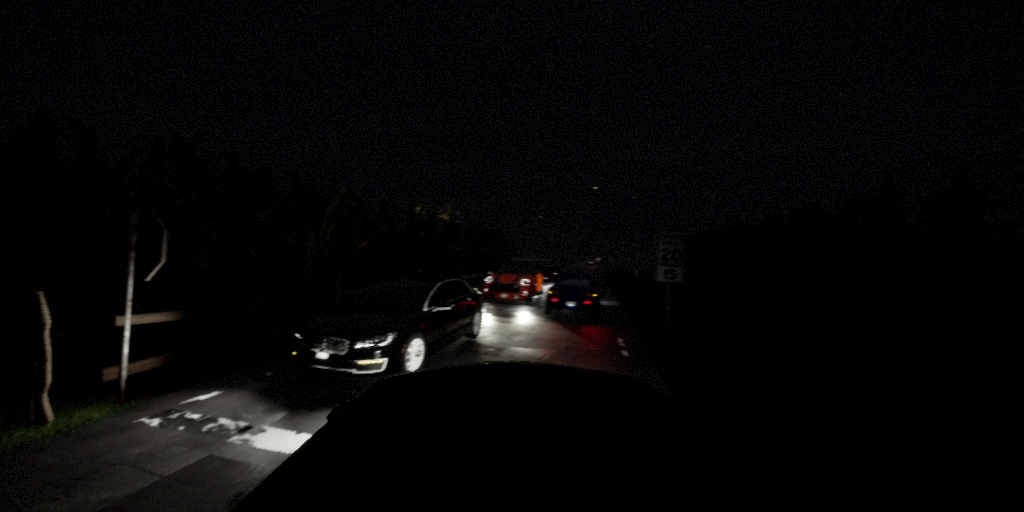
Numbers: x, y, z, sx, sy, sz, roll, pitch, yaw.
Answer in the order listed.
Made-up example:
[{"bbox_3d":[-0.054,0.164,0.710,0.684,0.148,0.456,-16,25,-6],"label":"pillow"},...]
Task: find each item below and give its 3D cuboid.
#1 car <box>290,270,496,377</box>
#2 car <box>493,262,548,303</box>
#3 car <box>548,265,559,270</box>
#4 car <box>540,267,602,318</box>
[{"bbox_3d":[-2.006,1.136,7.274,1.837,1.490,4.892,3,0,14],"label":"car"},{"bbox_3d":[0.201,1.064,16.791,2.097,1.767,4.553,3,0,13],"label":"car"},{"bbox_3d":[3.104,1.412,29.730,1.895,1.301,4.718,3,0,13],"label":"car"},{"bbox_3d":[2.380,1.359,13.590,1.812,1.442,4.674,3,0,13],"label":"car"}]
